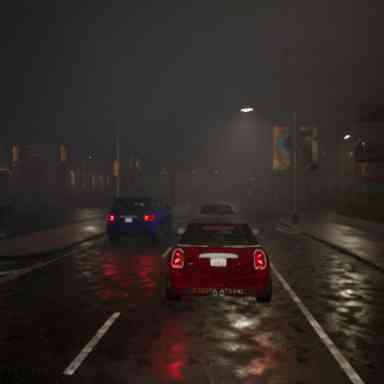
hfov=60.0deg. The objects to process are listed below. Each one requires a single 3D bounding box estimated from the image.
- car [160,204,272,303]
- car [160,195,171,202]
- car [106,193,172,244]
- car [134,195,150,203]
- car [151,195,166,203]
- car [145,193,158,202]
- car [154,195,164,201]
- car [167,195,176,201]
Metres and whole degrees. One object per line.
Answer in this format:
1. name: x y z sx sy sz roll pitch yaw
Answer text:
1. car: 0.653 1.347 8.418 2.097 1.767 4.553 0 0 4
2. car: -6.026 1.508 75.673 1.994 1.385 4.181 0 0 4
3. car: -2.317 1.212 15.896 2.150 2.045 5.566 0 0 4
4. car: -10.106 1.452 67.984 2.128 1.511 4.902 0 0 4
5. car: -6.700 1.452 66.794 2.128 1.511 4.902 0 0 5
6. car: -9.384 1.179 77.722 2.150 2.045 5.566 0 0 4
7. car: -8.647 1.501 87.697 1.994 1.385 4.181 0 0 4
8. car: -5.228 1.473 86.470 1.812 1.442 4.674 0 0 4
